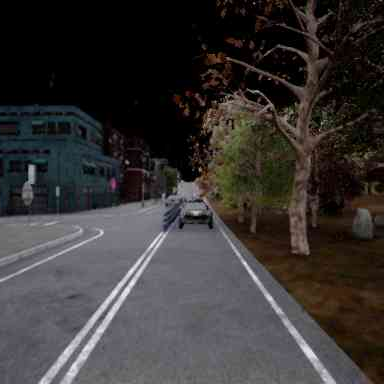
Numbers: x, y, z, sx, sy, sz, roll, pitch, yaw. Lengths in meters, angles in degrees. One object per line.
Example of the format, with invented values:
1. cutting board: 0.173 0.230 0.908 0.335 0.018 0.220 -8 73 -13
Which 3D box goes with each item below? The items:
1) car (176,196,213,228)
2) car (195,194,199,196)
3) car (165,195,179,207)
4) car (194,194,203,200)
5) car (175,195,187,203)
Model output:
1. car: 0.259 1.349 22.167 2.097 1.767 4.553 0 0 1
2. car: 1.353 1.324 70.763 2.033 1.411 5.357 0 0 2
3. car: -2.658 1.264 47.836 2.097 1.767 4.553 0 0 2
4. car: 1.650 1.109 81.180 2.033 1.411 5.357 0 0 2
5. car: -2.110 1.392 64.230 1.994 1.385 4.181 0 0 2
